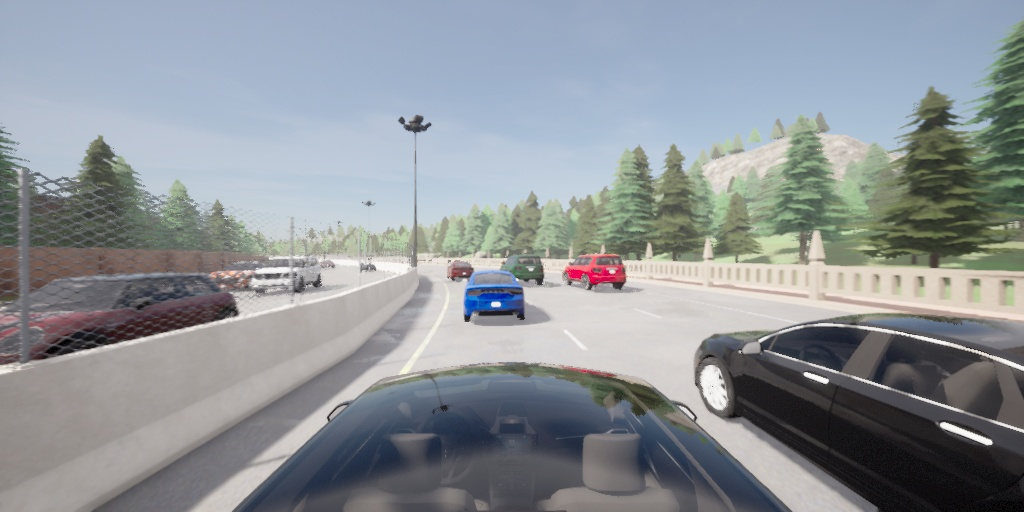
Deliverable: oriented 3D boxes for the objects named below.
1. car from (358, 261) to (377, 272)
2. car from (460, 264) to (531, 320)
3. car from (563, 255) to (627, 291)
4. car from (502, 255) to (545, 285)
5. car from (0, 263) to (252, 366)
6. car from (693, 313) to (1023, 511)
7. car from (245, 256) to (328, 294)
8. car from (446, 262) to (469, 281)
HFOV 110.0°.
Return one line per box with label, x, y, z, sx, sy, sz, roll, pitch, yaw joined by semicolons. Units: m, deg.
car;-18.880;1.368;46.622;1.994;1.385;4.181;0;0;-28
car;-0.729;1.225;12.675;1.882;1.535;5.008;0;0;-6
car;4.921;0.942;22.014;2.150;2.045;5.566;0;0;-11
car;0.611;0.957;25.401;2.150;2.045;5.566;0;0;-13
car;-7.414;1.129;6.554;2.097;1.767;4.553;0;0;-4
car;3.434;1.240;2.999;1.837;1.490;4.892;0;0;-1
car;-12.935;1.013;21.066;2.150;2.045;5.566;0;0;-13
car;-4.456;1.231;30.637;1.882;1.535;5.008;0;0;-16
